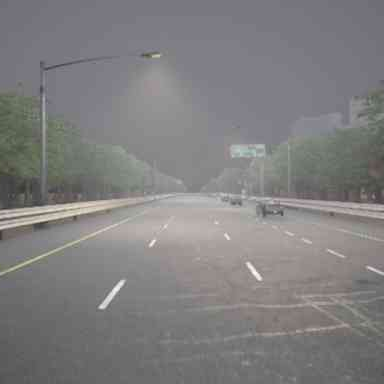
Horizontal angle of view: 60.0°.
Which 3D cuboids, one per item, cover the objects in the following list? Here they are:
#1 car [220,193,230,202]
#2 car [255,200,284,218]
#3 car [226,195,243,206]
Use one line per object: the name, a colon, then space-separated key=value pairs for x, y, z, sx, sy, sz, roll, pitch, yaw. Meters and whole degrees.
car: x=7.276 y=1.483 z=72.568 sx=2.128 sy=1.511 sz=4.902 roll=0 pitch=0 yaw=0
car: x=7.057 y=1.491 z=30.549 sx=2.128 sy=1.511 sz=4.902 roll=0 pitch=0 yaw=0
car: x=7.173 y=1.528 z=54.970 sx=1.837 sy=1.490 sz=4.892 roll=0 pitch=0 yaw=0
